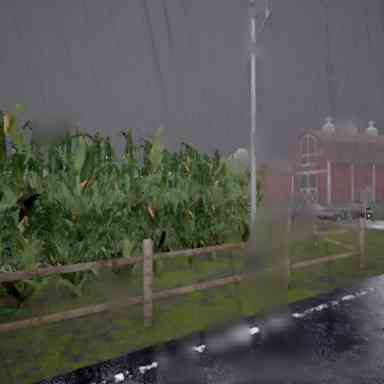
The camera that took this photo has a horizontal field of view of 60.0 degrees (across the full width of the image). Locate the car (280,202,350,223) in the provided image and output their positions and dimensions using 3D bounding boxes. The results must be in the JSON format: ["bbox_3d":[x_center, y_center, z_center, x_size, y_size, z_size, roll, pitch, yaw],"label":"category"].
[{"bbox_3d":[9.779,1.707,27.508,2.033,1.411,5.357,0,-1,-31],"label":"car"}]

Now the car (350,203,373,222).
[{"bbox_3d":[12.697,1.665,28.238,1.837,1.490,4.892,1,-1,-30],"label":"car"}]
